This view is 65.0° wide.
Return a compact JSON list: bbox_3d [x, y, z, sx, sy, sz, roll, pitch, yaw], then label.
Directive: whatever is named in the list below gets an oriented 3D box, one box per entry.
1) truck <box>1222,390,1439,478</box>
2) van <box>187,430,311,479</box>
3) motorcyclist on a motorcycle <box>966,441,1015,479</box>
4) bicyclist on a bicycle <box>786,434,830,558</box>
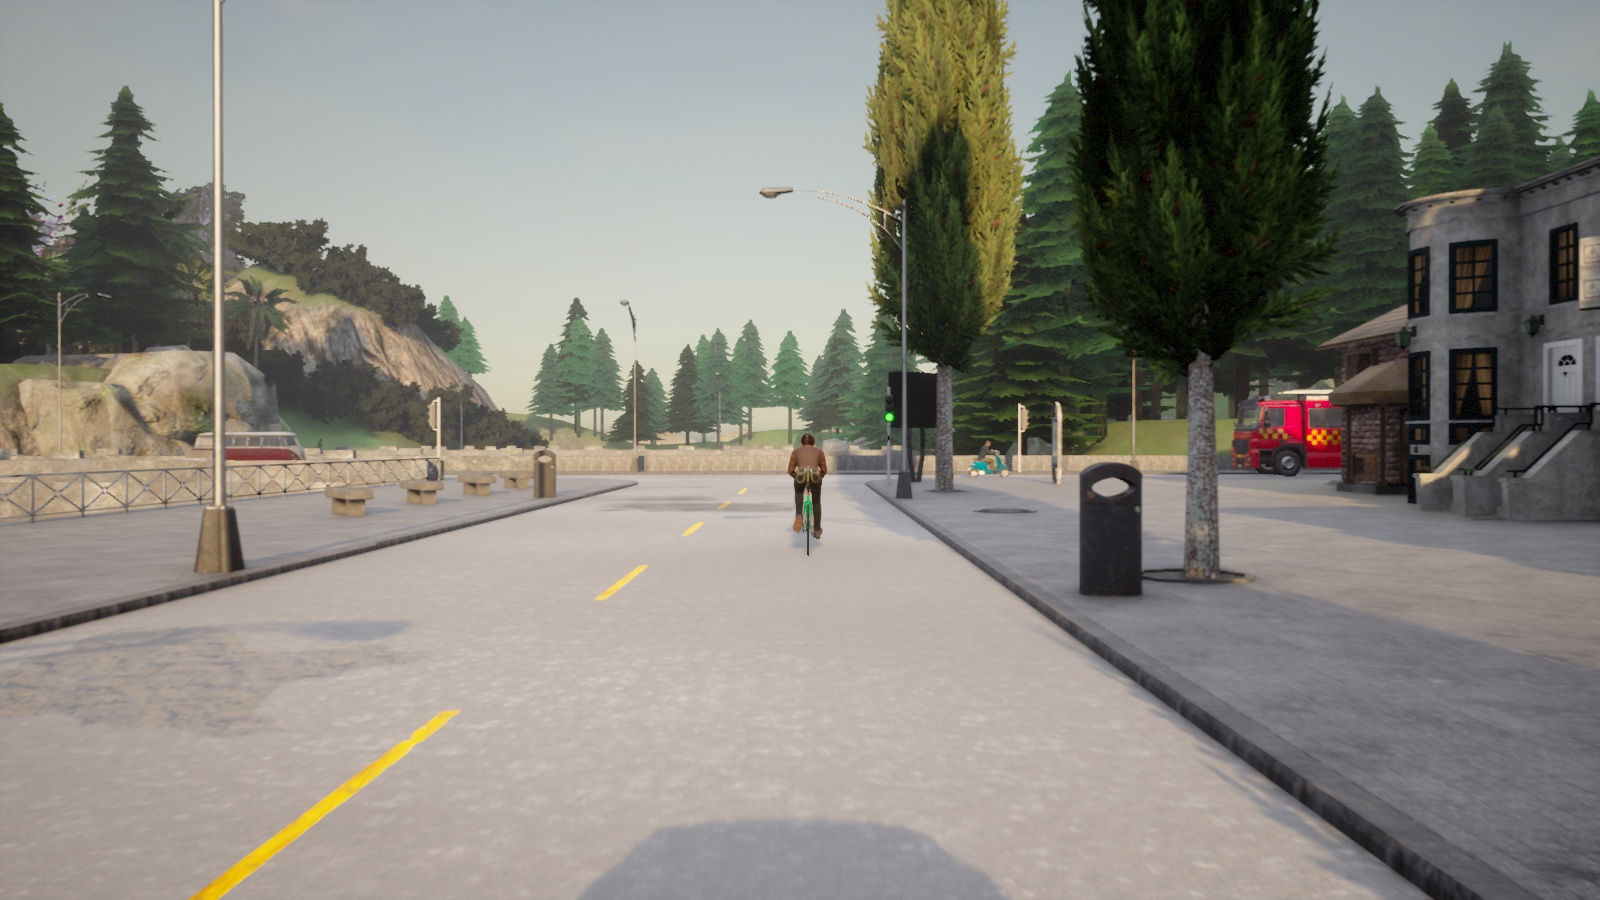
[{"bbox_3d":[23.668,-0.716,56.320,8.468,3.827,2.891,0,0,0],"label":"truck"},{"bbox_3d":[-23.036,0.184,52.608,4.442,1.987,1.775,0,0,0],"label":"van"},{"bbox_3d":[7.909,0.412,52.200,1.817,1.590,0.866,0,1,-6],"label":"motorcyclist on a motorcycle"},{"bbox_3d":[0.111,0.602,17.235,0.582,1.620,1.656,0,0,0],"label":"bicyclist on a bicycle"}]
